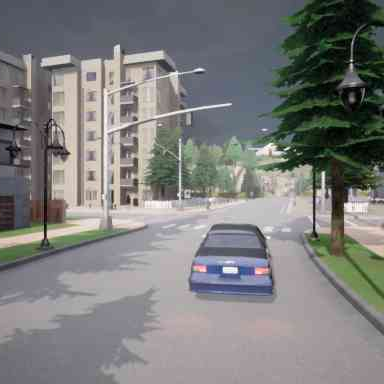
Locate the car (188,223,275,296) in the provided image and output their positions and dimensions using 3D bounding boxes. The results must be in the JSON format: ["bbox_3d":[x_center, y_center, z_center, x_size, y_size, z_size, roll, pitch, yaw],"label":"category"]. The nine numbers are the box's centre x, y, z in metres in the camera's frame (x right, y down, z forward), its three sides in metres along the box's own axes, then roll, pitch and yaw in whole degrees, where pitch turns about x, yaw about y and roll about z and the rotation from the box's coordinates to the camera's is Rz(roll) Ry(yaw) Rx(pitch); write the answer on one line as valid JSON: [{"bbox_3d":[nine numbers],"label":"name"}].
[{"bbox_3d":[1.138,1.547,8.865,2.033,1.411,5.357,0,0,9],"label":"car"}]
